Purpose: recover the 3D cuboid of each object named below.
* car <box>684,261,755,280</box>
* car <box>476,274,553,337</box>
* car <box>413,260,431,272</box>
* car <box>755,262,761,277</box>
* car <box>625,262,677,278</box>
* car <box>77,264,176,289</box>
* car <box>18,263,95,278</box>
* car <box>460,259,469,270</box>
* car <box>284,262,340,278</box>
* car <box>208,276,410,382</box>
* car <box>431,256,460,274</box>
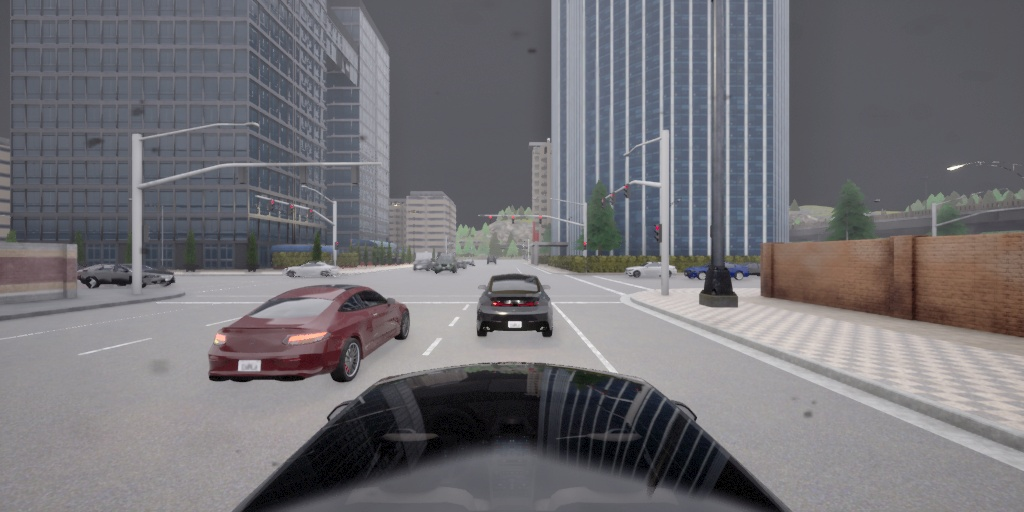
[{"bbox_3d":[17.212,1.228,30.319,5.008,1.535,1.882,0,0,0],"label":"car"},{"bbox_3d":[0.065,1.255,10.275,1.837,1.490,4.892,0,0,0],"label":"car"},{"bbox_3d":[-11.348,1.242,46.023,2.128,1.511,4.902,0,0,-1],"label":"car"},{"bbox_3d":[22.616,1.297,33.867,5.357,1.411,2.033,0,0,-1],"label":"car"},{"bbox_3d":[13.030,1.276,33.763,4.674,1.442,1.812,0,0,1],"label":"car"},{"bbox_3d":[-24.228,1.241,22.716,4.902,1.511,2.128,0,0,0],"label":"car"},{"bbox_3d":[-42.185,1.351,33.279,4.718,1.301,1.895,0,0,-1],"label":"car"},{"bbox_3d":[-7.949,1.313,53.213,1.994,1.385,4.181,0,0,0],"label":"car"},{"bbox_3d":[-18.642,1.276,33.545,4.674,1.442,1.812,0,1,-11],"label":"car"},{"bbox_3d":[-3.437,1.276,7.010,1.812,1.442,4.674,0,0,0],"label":"car"},{"bbox_3d":[-7.450,0.971,40.674,2.150,2.045,5.566,0,0,-5],"label":"car"}]
